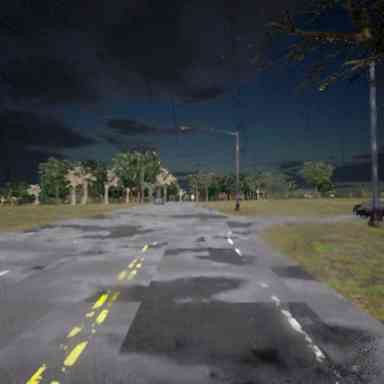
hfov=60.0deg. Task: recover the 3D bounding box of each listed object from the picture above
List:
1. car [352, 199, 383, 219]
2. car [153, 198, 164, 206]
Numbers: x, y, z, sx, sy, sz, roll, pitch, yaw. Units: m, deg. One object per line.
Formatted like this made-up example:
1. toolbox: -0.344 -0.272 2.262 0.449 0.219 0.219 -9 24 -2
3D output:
1. car: 14.879 1.307 25.378 4.892 1.490 1.837 0 -2 0
2. car: -6.894 2.049 69.264 1.837 1.490 4.892 0 -1 0
